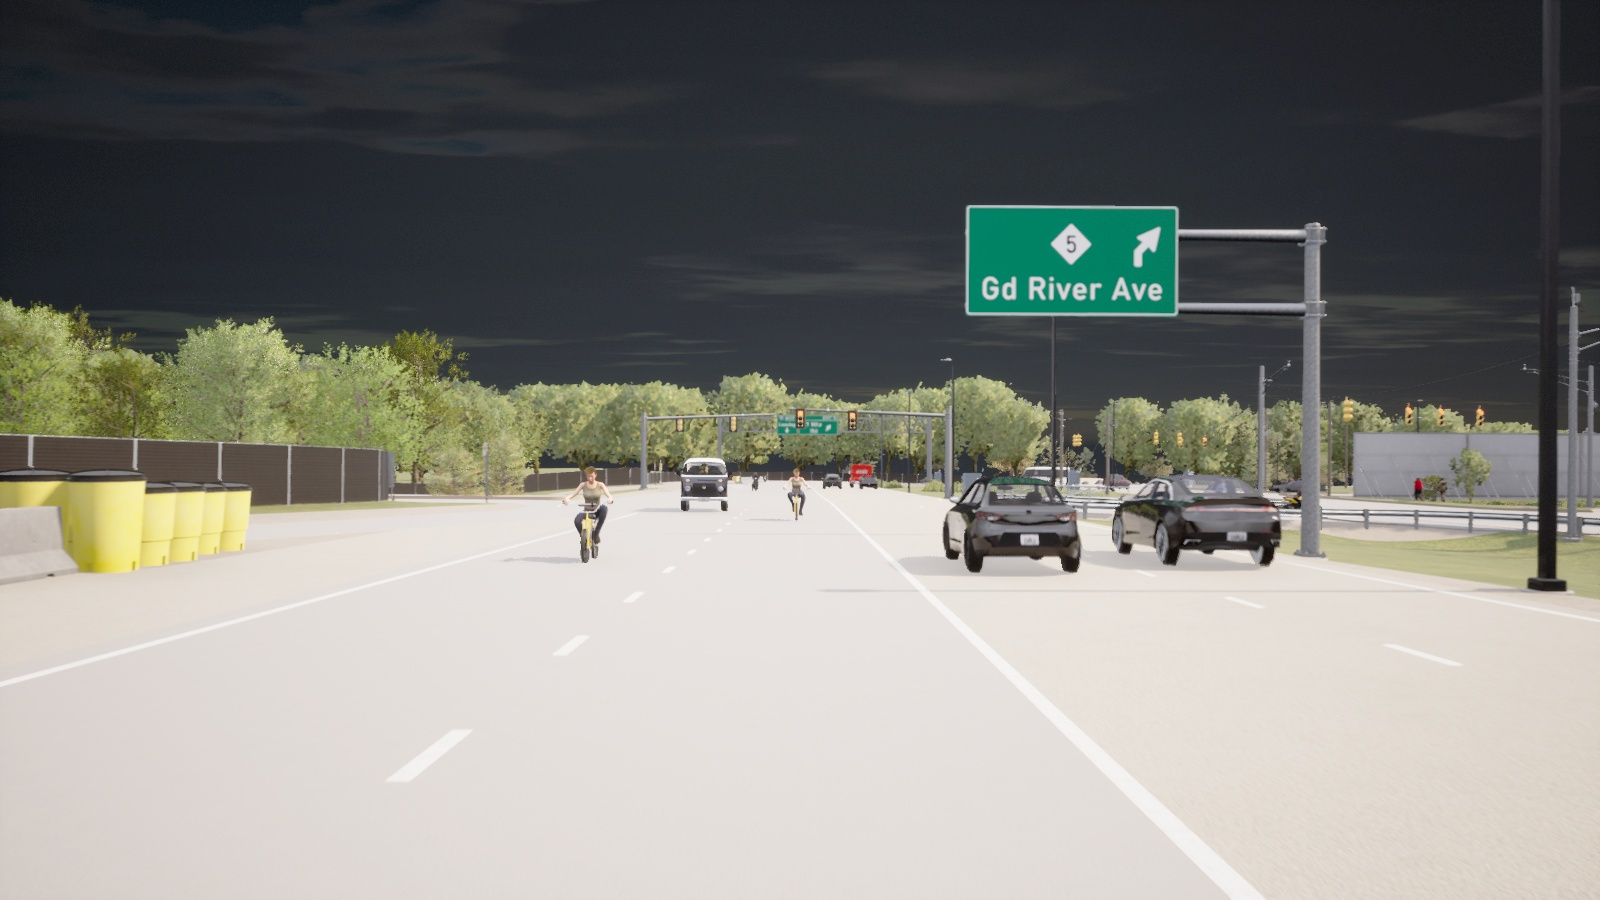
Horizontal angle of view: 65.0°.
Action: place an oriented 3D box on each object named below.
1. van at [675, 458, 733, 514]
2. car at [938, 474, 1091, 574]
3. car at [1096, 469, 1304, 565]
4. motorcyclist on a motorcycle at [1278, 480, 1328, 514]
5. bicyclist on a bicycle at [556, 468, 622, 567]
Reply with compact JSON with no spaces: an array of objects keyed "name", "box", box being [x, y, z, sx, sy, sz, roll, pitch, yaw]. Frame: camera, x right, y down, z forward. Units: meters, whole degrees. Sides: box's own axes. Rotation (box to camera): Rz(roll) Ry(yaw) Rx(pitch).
[{"name":"van","box":[-3.616,1.334,48.063,2.069,2.038,4.480,0,-1,-3]},{"name":"car","box":[3.451,1.154,20.956,1.816,1.474,4.193,0,-1,0]},{"name":"car","box":[6.947,1.106,22.434,2.128,1.511,4.902,0,-1,0]},{"name":"motorcyclist on a motorcycle","box":[24.247,2.249,60.494,2.044,1.523,0.797,-2,0,-3]},{"name":"bicyclist on a bicycle","box":[-3.550,1.111,21.276,0.866,1.612,1.509,0,-1,0]}]
